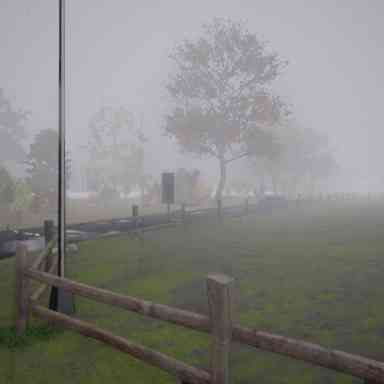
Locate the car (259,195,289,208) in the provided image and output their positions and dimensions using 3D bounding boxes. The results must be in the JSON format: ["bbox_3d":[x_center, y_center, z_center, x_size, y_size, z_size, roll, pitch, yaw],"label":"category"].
[{"bbox_3d":[8.583,0.958,34.644,1.994,1.385,4.181,0,1,37],"label":"car"}]
